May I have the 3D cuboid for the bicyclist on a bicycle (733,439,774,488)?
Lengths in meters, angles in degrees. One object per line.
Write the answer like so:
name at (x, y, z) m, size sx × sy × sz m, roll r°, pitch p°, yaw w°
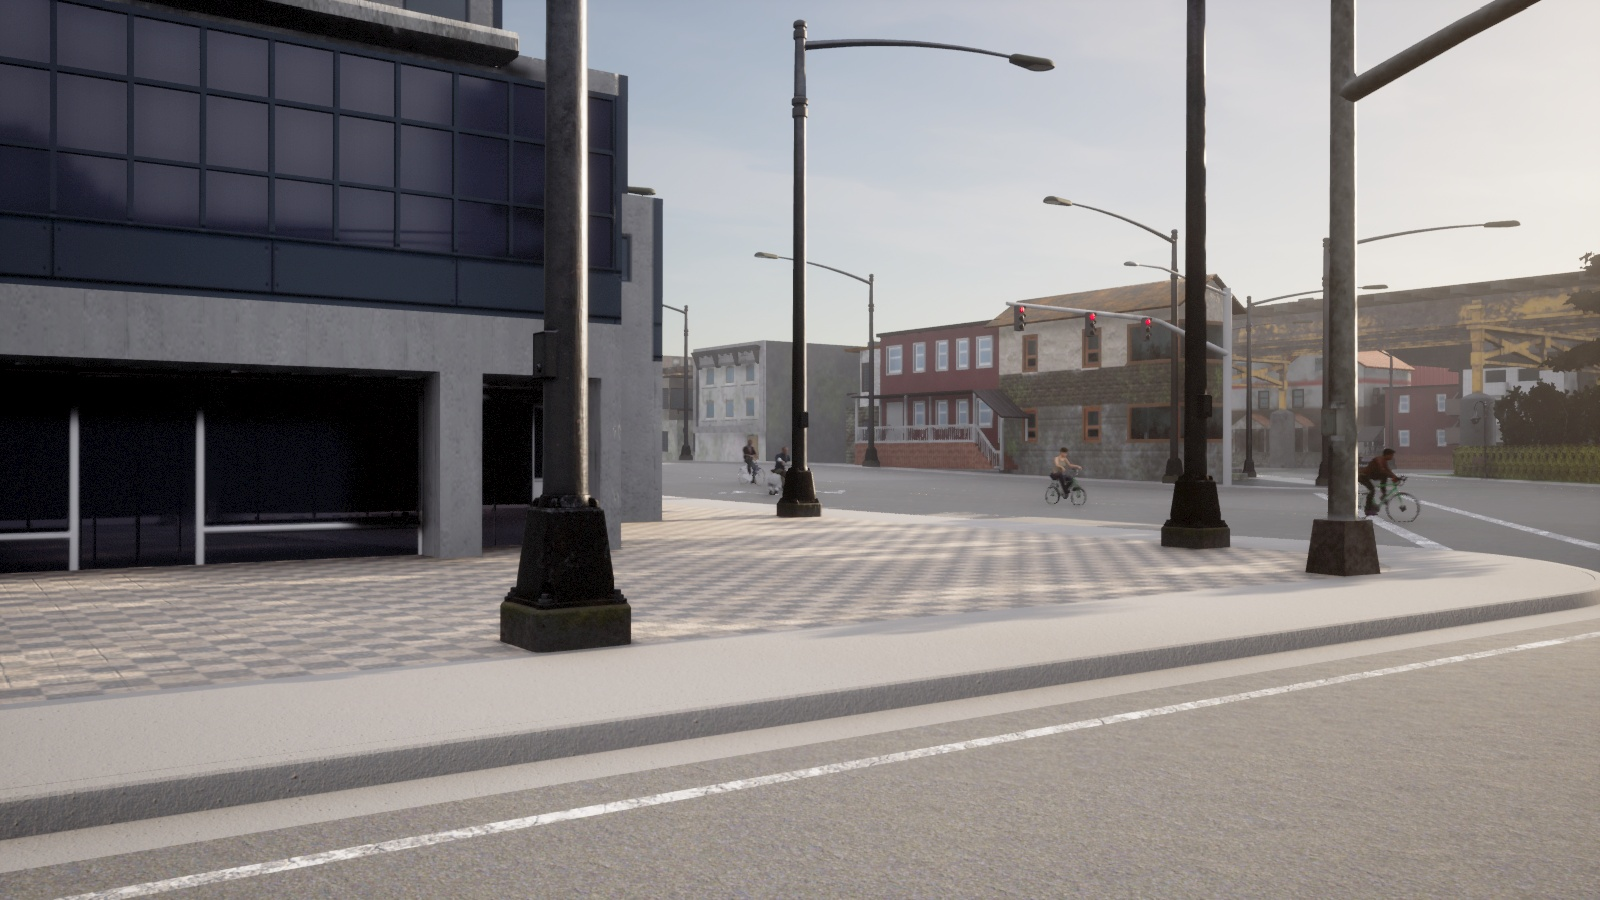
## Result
bicyclist on a bicycle at (-1.768, 0.490, 47.455) m, size 0.659 × 1.776 × 1.843 m, roll 0°, pitch 1°, yaw -35°

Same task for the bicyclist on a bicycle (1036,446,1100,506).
bicyclist on a bicycle at (7.359, 0.698, 34.529) m, size 0.866 × 1.612 × 1.509 m, roll 0°, pitch 0°, yaw -36°

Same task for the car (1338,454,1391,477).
car at (34.803, 0.924, 77.507) m, size 1.994 × 1.385 × 4.181 m, roll 0°, pitch 0°, yaw 10°

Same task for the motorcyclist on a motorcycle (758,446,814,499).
motorcyclist on a motorcycle at (-0.440, 0.681, 39.509) m, size 0.866 × 1.590 × 1.817 m, roll 0°, pitch 1°, yaw -35°

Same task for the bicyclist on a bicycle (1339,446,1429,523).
bicyclist on a bicycle at (12.713, 0.731, 27.342) m, size 0.582 × 1.620 × 1.656 m, roll 2°, pitch -1°, yaw -45°
